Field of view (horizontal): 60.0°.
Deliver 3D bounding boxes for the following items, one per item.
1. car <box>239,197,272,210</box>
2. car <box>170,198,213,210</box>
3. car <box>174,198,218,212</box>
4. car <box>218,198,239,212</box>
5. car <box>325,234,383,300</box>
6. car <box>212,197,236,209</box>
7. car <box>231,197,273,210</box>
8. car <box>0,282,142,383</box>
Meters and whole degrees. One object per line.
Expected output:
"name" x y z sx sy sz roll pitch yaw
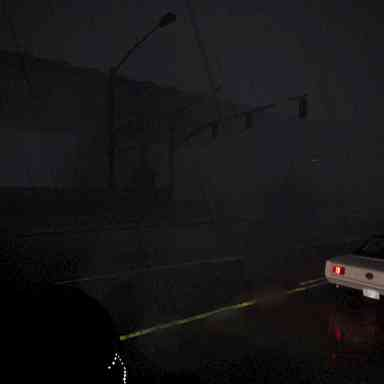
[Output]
"car" 7.661 1.295 42.834 4.536 1.218 1.853 0 0 -7
"car" 0.008 1.295 36.399 4.536 1.218 1.853 0 0 8
"car" 0.060 1.453 36.392 4.974 1.542 2.038 0 0 8
"car" 3.803 1.453 39.079 2.038 1.542 4.974 0 0 18
"car" 5.142 1.601 7.447 4.718 1.301 1.895 0 0 -35
"car" 3.819 1.295 39.129 1.853 1.218 4.536 0 0 18
"car" 7.712 1.453 42.840 4.974 1.542 2.038 0 0 -7
"car" -3.003 1.221 1.607 5.566 2.045 2.150 0 0 -35
